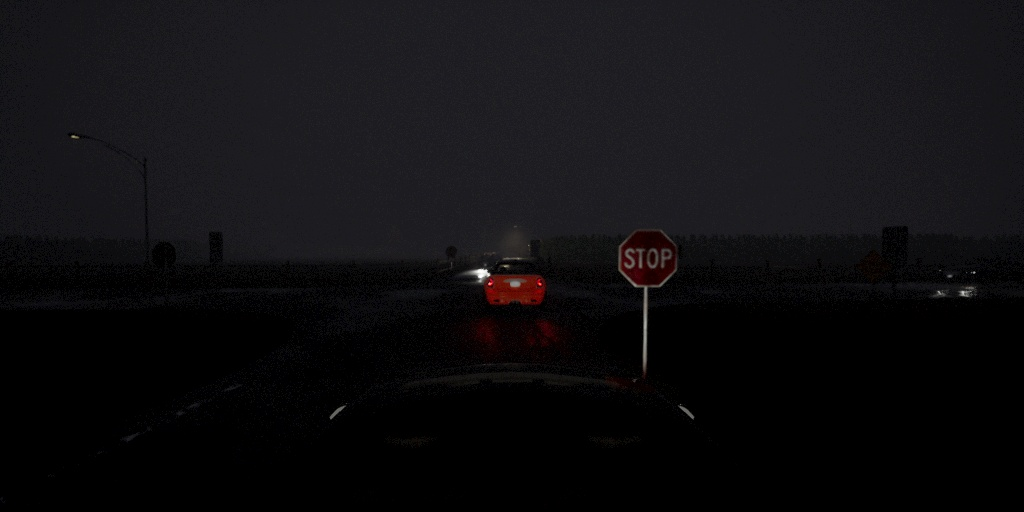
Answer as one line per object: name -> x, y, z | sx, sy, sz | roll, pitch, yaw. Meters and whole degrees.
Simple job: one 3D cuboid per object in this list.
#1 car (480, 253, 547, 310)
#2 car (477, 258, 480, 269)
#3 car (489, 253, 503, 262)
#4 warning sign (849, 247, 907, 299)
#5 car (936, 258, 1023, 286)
car -> 0.113, 0.908, 13.693 | 2.097, 1.767, 4.553 | 0, 1, 0
car -> -2.758, 0.620, 39.677 | 2.128, 1.511, 4.902 | 0, 1, 0
car -> -2.653, 0.257, 61.004 | 2.128, 1.511, 4.902 | 0, 1, 1
warning sign -> 14.090, 0.686, 13.983 | 1.060, 1.860, 1.300 | 0, 0, -6
car -> 27.655, 0.883, 20.975 | 4.902, 1.511, 2.128 | 0, 2, -8
